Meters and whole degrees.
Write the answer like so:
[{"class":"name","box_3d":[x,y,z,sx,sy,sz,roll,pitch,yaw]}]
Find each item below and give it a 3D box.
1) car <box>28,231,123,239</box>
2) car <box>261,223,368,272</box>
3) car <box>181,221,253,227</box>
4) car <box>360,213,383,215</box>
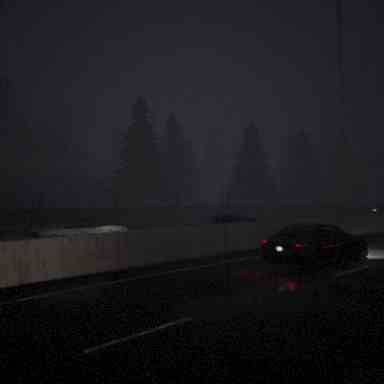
[{"class":"car","box_3d":[-5.906,2.039,17.291,4.718,1.301,1.895,0,-2,-39]},{"class":"car","box_3d":[4.364,1.772,11.699,4.181,1.385,1.994,0,-2,-37]},{"class":"car","box_3d":[1.418,1.860,18.435,5.008,1.535,1.882,0,-2,-35]},{"class":"car","box_3d":[20.916,1.913,36.873,4.553,1.767,2.097,0,-1,-22]}]
